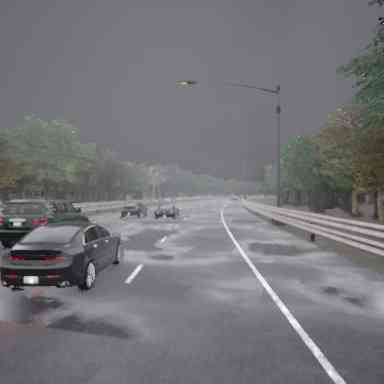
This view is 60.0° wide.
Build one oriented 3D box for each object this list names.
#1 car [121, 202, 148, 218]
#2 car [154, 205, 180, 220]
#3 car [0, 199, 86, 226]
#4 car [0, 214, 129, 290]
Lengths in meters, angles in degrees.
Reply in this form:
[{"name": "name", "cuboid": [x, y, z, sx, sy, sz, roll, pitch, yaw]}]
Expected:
[{"name": "car", "cuboid": [-5.644, 1.766, 33.049, 1.837, 1.490, 4.892, 0, 0, 4]}, {"name": "car", "cuboid": [-2.257, 1.853, 31.435, 1.895, 1.301, 4.718, 0, 0, 4]}, {"name": "car", "cuboid": [-6.589, 1.342, 15.388, 2.150, 2.045, 5.566, 0, 0, 2]}, {"name": "car", "cuboid": [-3.260, 1.579, 9.268, 1.837, 1.490, 4.892, 0, 0, 1]}]
